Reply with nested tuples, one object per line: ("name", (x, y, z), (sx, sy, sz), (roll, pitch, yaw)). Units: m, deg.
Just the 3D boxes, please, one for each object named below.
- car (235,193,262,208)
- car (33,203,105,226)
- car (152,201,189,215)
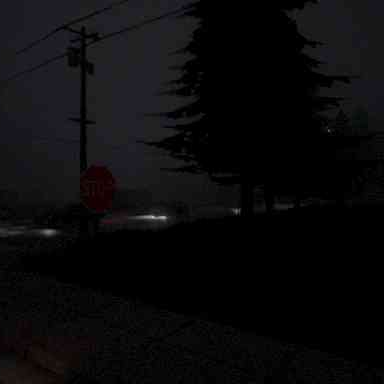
("car", (8.288, 1.219, 48.216), (2.150, 2.045, 5.566), (0, 0, 33))
("car", (-8.271, 1.475, 22.745), (1.882, 1.535, 5.008), (0, 0, 33))
("car", (-2.042, 1.561, 32.370), (1.994, 1.385, 4.181), (0, 0, 33))
